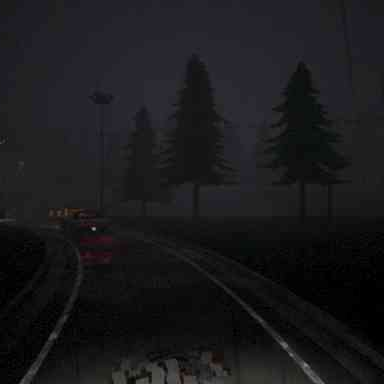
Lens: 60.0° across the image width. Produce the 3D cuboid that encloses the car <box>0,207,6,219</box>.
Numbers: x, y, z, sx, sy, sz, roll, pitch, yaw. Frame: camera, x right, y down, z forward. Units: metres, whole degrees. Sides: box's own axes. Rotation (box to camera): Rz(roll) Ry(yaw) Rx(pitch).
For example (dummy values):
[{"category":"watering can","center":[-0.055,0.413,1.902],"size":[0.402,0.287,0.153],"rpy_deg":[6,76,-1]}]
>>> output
[{"category":"car","center":[-20.832,1.952,33.510],"size":[5.008,1.535,1.882],"rpy_deg":[-1,-1,31]}]

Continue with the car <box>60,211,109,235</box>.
[{"category":"car","center":[-6.902,1.858,20.974],"size":[1.895,1.301,4.718],"rpy_deg":[0,-1,-34]}]
